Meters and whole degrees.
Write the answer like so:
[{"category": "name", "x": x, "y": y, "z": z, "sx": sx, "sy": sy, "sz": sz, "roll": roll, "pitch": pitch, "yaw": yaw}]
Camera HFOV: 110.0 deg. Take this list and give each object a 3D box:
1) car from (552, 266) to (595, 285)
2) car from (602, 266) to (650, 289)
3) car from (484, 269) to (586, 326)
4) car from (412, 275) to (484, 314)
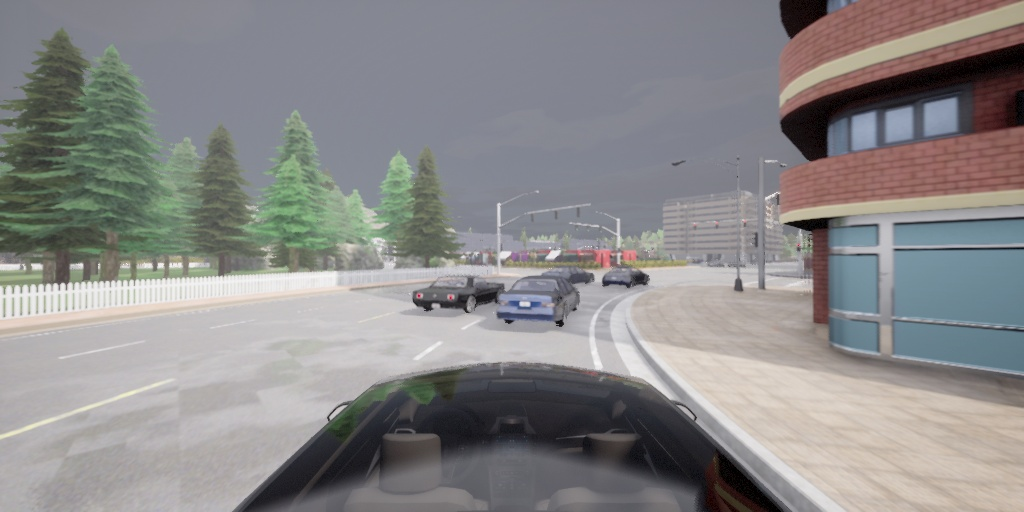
[{"category": "car", "x": 4.004, "y": 1.394, "z": 25.474, "sx": 2.033, "sy": 1.411, "sz": 5.357, "roll": 0, "pitch": 0, "yaw": 38}, {"category": "car", "x": 7.853, "y": 1.405, "z": 24.591, "sx": 1.994, "sy": 1.385, "sz": 4.181, "roll": 0, "pitch": 0, "yaw": 40}, {"category": "car", "x": 1.074, "y": 1.339, "z": 11.983, "sx": 2.033, "sy": 1.411, "sz": 5.357, "roll": 0, "pitch": 0, "yaw": 17}, {"category": "car", "x": -1.834, "y": 1.402, "z": 14.176, "sx": 1.895, "sy": 1.301, "sz": 4.718, "roll": 0, "pitch": 0, "yaw": 19}]
